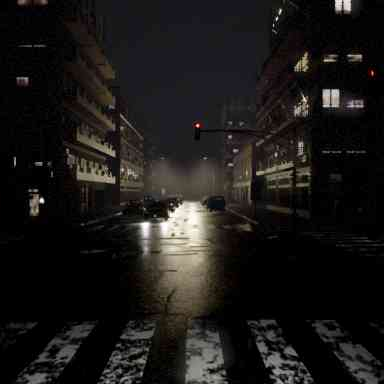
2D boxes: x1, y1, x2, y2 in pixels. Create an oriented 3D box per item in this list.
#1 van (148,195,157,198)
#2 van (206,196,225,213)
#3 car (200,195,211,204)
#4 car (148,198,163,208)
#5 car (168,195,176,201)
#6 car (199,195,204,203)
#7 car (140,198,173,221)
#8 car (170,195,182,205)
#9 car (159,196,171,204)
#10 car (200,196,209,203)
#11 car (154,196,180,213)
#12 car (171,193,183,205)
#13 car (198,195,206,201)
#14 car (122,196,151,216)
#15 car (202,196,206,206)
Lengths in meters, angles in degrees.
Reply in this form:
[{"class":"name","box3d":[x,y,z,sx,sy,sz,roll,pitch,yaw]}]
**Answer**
[{"class":"van","box3d":[-5.369,1.329,43.084,1.690,1.788,3.998,0,0,0]},{"class":"van","box3d":[2.730,1.331,36.873,1.690,1.788,3.998,0,0,0]},{"class":"car","box3d":[2.627,1.419,65.401,1.967,1.590,4.097,0,0,0]},{"class":"car","box3d":[-5.317,1.568,48.665,1.802,1.307,4.206,0,0,0]},{"class":"car","box3d":[-5.233,1.512,87.735,2.008,1.369,4.403,0,0,0]},{"class":"car","box3d":[2.619,1.550,54.239,1.947,1.339,4.313,0,0,0]},{"class":"car","box3d":[-2.812,1.519,27.390,1.812,1.442,4.674,0,0,-1]},{"class":"car","box3d":[-2.795,1.512,46.948,1.812,1.442,4.674,0,0,0]},{"class":"car","box3d":[-5.253,1.523,65.409,1.887,1.381,4.507,0,0,0]},{"class":"car","box3d":[2.632,1.520,70.983,1.887,1.381,4.507,0,0,0]},{"class":"car","box3d":[-2.814,1.537,37.036,2.033,1.411,5.357,0,0,0]},{"class":"car","box3d":[-2.747,1.204,57.591,2.150,2.045,5.566,0,0,1]},{"class":"car","box3d":[2.648,1.527,87.728,1.947,1.339,4.313,0,0,0]},{"class":"car","box3d":[-5.414,1.432,31.920,1.967,1.590,4.097,0,0,0]},{"class":"car","box3d":[2.701,1.533,43.077,1.887,1.381,4.507,0,0,0]}]
